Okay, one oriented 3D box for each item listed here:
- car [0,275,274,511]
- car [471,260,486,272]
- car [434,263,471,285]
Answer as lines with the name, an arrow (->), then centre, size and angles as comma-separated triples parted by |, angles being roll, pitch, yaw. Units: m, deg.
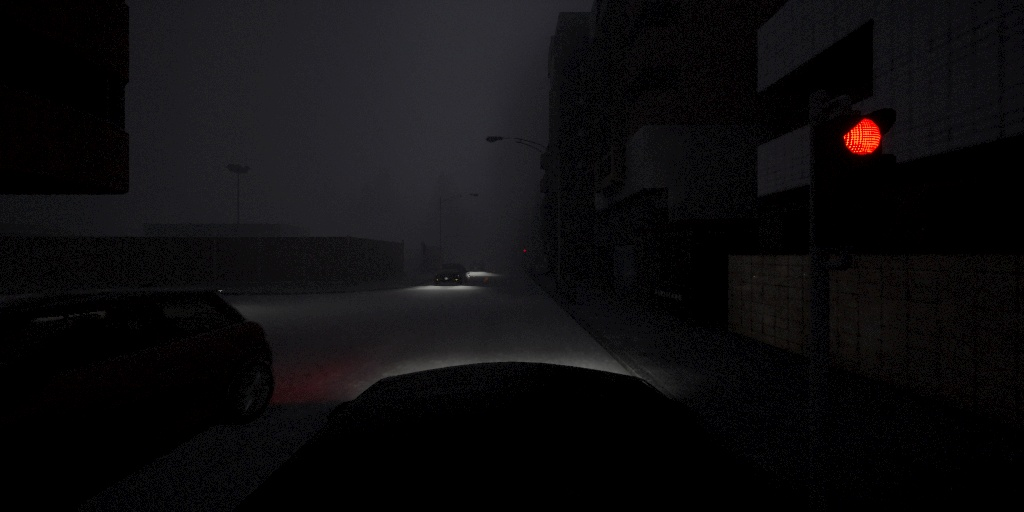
car -> -4.108, 1.102, 2.699 | 2.097, 1.767, 4.553 | 0, 0, -1
car -> -4.490, 1.243, 47.021 | 2.128, 1.511, 4.902 | 0, 0, 0
car -> -4.330, 1.255, 25.936 | 1.837, 1.490, 4.892 | 0, 0, -1
